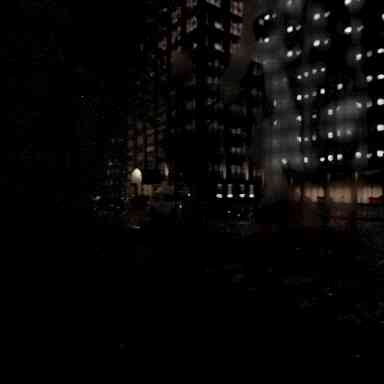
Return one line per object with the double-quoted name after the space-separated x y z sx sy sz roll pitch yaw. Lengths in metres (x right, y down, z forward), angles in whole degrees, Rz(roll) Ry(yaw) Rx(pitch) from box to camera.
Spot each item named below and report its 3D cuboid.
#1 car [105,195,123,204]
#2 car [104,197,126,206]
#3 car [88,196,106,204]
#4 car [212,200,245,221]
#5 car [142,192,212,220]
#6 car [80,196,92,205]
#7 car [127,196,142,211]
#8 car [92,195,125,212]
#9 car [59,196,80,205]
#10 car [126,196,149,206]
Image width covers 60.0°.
-14.607 1.363 62.207 1.812 1.442 4.674 1 0 -34 "car"
-12.359 1.427 53.016 1.895 1.301 4.718 1 0 -34 "car"
-17.308 1.375 60.399 1.994 1.385 4.181 1 0 -34 "car"
2.026 1.374 25.480 1.812 1.442 4.674 1 0 -34 "car"
-1.268 1.042 24.562 2.150 2.045 5.566 1 0 -34 "car"
-16.893 1.358 53.925 1.994 1.385 4.181 1 0 -33 "car"
-4.797 1.181 35.684 2.097 1.767 4.553 1 0 -34 "car"
-8.852 1.303 35.899 1.837 1.490 4.892 1 0 -34 "car"
-19.433 1.293 51.871 1.812 1.442 4.674 1 0 -33 "car"
-8.813 1.360 53.547 1.837 1.490 4.892 1 0 -34 "car"
